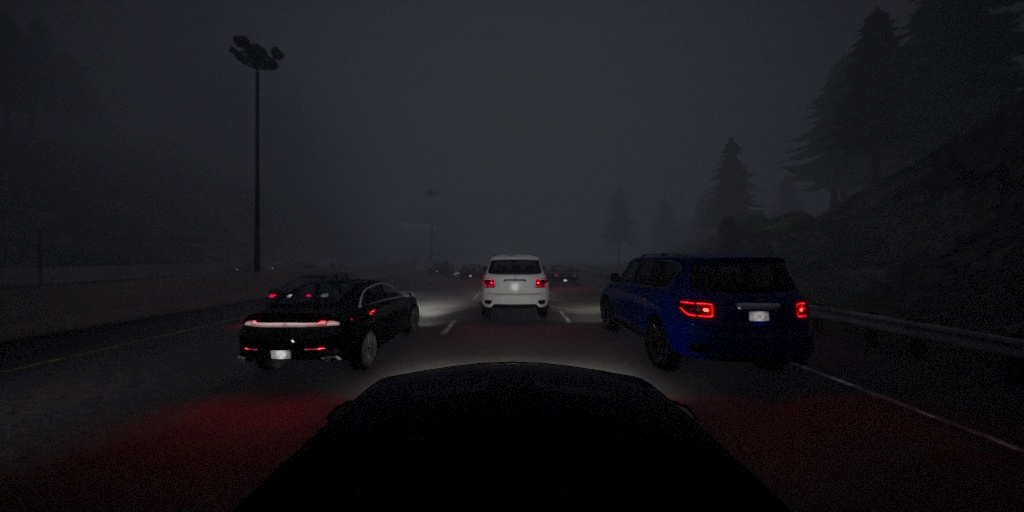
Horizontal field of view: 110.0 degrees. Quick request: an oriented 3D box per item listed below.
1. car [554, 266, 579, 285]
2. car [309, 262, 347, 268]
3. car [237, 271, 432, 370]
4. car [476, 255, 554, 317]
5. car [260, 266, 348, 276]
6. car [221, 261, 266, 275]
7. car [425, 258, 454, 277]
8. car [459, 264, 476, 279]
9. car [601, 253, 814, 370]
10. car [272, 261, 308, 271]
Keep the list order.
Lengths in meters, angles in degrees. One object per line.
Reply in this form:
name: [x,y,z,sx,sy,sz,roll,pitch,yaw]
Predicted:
car: [3.575,1.347,26.232,1.895,1.301,4.718,0,0,0]
car: [-17.629,1.347,35.365,1.895,1.301,4.718,0,0,0]
car: [-3.411,1.241,7.718,2.128,1.511,4.902,0,0,0]
car: [0.088,0.970,13.276,2.150,2.045,5.566,0,0,0]
car: [-6.911,1.296,13.725,2.033,1.411,5.357,0,0,0]
car: [-28.123,1.272,37.783,1.812,1.442,4.674,0,0,0]
car: [-6.934,1.237,35.562,2.128,1.511,4.902,0,0,0]
car: [-3.431,1.346,31.807,1.895,1.301,4.718,0,0,0]
car: [3.592,0.970,7.897,2.150,2.045,5.566,0,0,0]
car: [-21.130,1.293,36.086,2.033,1.411,5.357,0,0,0]
